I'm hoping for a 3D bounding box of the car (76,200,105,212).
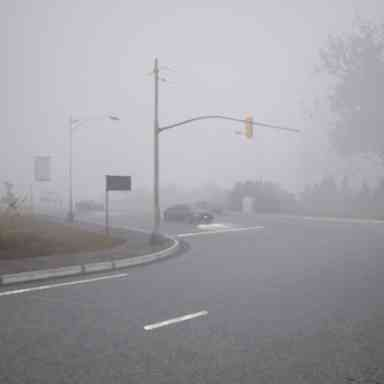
[{"bbox_3d":[-11.949,1.582,39.146,1.895,1.301,4.718,0,0,-39],"label":"car"}]

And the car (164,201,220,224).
[{"bbox_3d":[-0.299,1.544,24.606,1.994,1.385,4.181,0,0,-39],"label":"car"}]

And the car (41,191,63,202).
[{"bbox_3d":[-21.767,0.862,51.559,2.150,2.045,5.566,0,0,-39],"label":"car"}]

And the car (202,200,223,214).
[{"bbox_3d":[1.208,1.537,34.078,1.994,1.385,4.181,0,0,-39],"label":"car"}]
